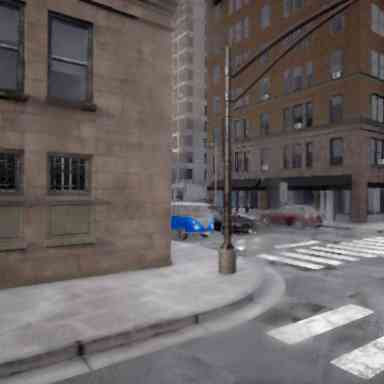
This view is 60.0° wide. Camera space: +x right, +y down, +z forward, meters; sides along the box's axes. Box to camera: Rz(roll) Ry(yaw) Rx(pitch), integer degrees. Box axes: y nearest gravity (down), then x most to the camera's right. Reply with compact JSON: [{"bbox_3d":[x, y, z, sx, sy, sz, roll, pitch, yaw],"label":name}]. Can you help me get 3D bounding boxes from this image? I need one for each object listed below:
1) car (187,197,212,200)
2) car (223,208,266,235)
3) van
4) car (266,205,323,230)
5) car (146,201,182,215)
[{"bbox_3d":[0.089,1.421,31.314,2.192,1.841,5.009,0,0,-35],"label":"car"},{"bbox_3d":[1.381,1.628,19.350,2.033,1.411,5.357,0,0,-39],"label":"car"},{"bbox_3d":[-0.486,1.408,17.260,1.690,1.788,3.998,0,0,-35],"label":"van"},{"bbox_3d":[6.490,1.552,22.160,1.967,1.590,4.097,0,0,-35],"label":"car"},{"bbox_3d":[-3.113,1.667,35.890,1.947,1.339,4.313,0,0,-35],"label":"car"}]
